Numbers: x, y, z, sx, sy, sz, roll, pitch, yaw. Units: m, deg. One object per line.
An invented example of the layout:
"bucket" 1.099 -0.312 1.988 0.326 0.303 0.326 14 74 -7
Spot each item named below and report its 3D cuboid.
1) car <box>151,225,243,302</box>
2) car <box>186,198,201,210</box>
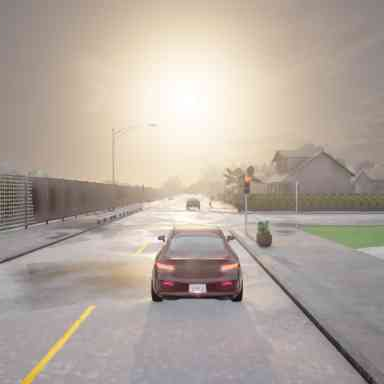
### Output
"car" 0.104 1.526 8.132 1.812 1.442 4.674 0 0 0
"car" 0.163 1.505 44.126 1.837 1.490 4.892 0 0 0
